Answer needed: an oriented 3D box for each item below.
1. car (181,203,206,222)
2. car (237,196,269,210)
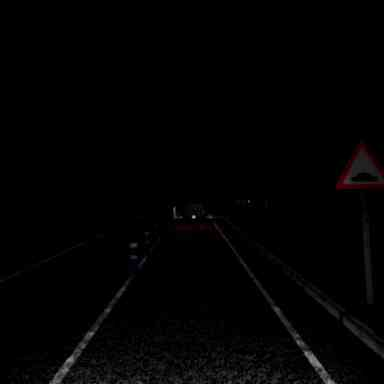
[{"bbox_3d":[0.134,1.595,26.644,1.812,1.442,4.674,0,0,0],"label":"car"},{"bbox_3d":[7.485,1.255,40.459,2.097,1.767,4.553,-7,-6,44],"label":"car"}]
